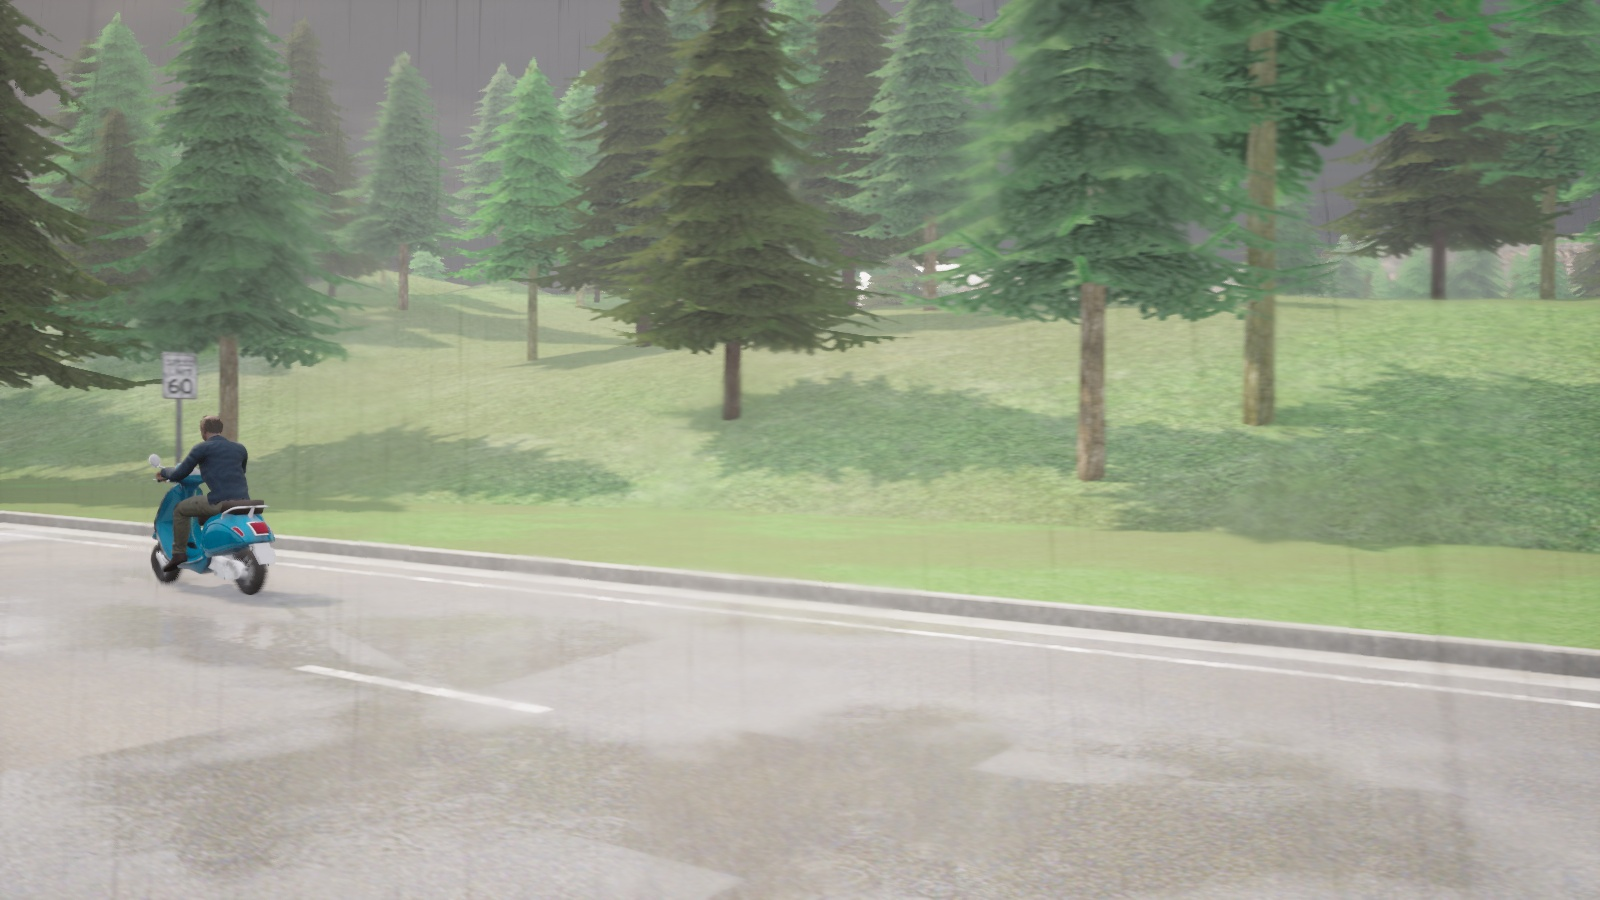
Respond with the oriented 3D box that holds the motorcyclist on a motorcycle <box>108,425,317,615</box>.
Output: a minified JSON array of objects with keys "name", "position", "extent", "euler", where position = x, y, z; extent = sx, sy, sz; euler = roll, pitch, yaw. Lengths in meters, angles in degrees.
[{"name":"motorcyclist on a motorcycle","position":[-5.328,0.577,11.364],"extent":[1.817,1.590,0.866],"euler":[0,1,34]}]
